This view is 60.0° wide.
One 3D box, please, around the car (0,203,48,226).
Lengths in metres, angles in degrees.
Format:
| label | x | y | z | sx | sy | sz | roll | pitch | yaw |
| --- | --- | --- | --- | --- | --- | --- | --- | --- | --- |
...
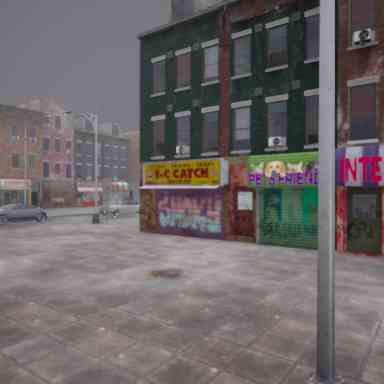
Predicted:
| label | x | y | z | sx | sy | sz | roll | pitch | yaw |
| --- | --- | --- | --- | --- | --- | --- | --- | --- | --- |
| car | -12.311 | 1.482 | 23.158 | 1.994 | 1.385 | 4.181 | 0 | 0 | 35 |

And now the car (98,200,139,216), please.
| label | x | y | z | sx | sy | sz | roll | pitch | yaw |
| --- | --- | --- | --- | --- | --- | --- | --- | --- | --- |
| car | -6.486 | 1.466 | 31.346 | 1.895 | 1.301 | 4.718 | 0 | 0 | 36 |
